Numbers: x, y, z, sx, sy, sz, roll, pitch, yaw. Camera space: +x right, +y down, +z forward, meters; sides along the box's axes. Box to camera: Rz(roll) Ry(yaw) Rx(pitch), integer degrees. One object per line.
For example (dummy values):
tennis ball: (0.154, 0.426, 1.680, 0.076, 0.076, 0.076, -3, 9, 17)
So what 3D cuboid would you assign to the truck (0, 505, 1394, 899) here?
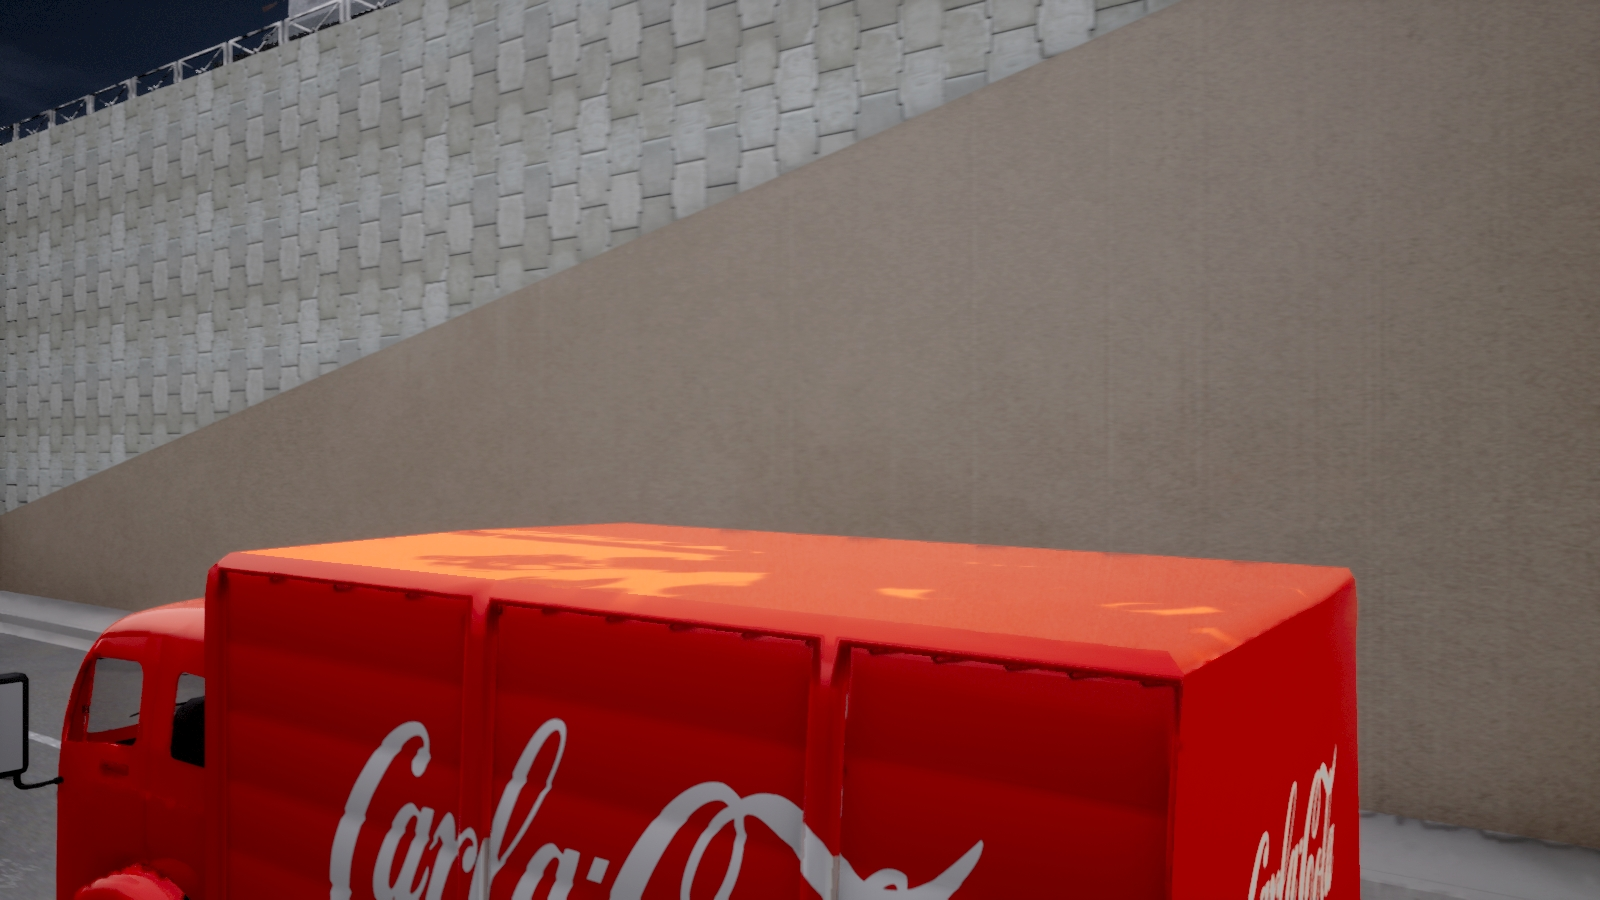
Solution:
truck: (-0.832, 1.568, 4.365, 5.204, 2.467, 2.627, 0, 0, 35)
